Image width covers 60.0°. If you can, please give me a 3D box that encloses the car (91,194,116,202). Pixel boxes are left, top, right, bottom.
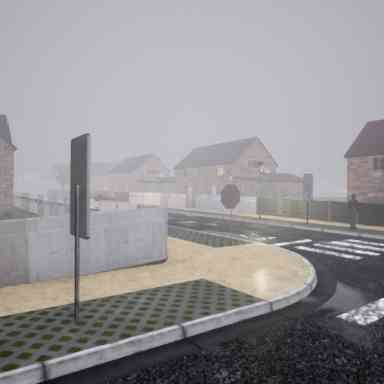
[{"bbox_3d":[-10.416,0.926,38.712,1.994,1.385,4.181,1,1,-36],"label":"car"}]

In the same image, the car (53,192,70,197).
[{"bbox_3d":[-21.487,0.693,54.082,1.895,1.301,4.718,1,0,-36],"label":"car"}]

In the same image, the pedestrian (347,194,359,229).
[{"bbox_3d":[8.460,1.023,17.489,0.375,1.860,0.375,2,-1,-36],"label":"pedestrian"}]
